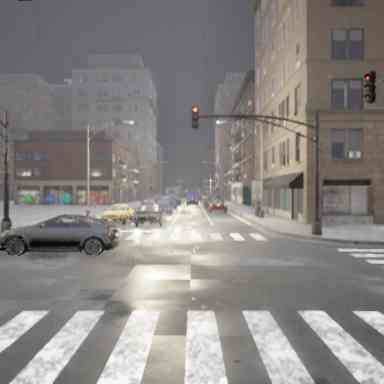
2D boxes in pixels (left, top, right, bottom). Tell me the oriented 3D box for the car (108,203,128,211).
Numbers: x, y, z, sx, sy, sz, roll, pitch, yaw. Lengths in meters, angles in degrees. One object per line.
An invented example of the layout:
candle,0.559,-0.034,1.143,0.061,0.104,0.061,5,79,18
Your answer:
car,-5.361,1.497,24.350,1.752,1.417,4.829,0,0,0

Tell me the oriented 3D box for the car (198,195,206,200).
car,2.736,1.467,92.454,1.947,1.339,4.313,0,0,0

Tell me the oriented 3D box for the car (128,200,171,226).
car,-2.808,1.521,23.174,2.033,1.411,5.357,0,0,-1

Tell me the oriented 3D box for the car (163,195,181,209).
car,-2.742,1.500,42.215,2.033,1.411,5.357,0,0,1

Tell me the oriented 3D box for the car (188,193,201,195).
car,0.069,1.150,64.632,2.150,2.045,5.566,0,0,0

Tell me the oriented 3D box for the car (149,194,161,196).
car,-5.337,1.262,47.168,2.192,1.841,5.009,0,0,0

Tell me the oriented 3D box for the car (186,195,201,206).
car,0.058,1.540,54.330,1.895,1.301,4.718,0,0,0

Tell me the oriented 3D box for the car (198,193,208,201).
car,2.724,1.227,81.130,2.192,1.841,5.009,0,0,0

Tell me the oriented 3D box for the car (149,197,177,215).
car,-2.802,1.489,32.479,1.812,1.442,4.674,0,0,0

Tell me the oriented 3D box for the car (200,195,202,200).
car,2.694,1.466,52.991,1.752,1.417,4.829,0,0,0

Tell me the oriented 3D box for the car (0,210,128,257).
car,-4.752,1.536,12.288,4.181,1.385,1.994,0,0,0

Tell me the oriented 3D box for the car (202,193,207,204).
car,2.682,1.268,41.497,2.192,1.841,5.009,0,0,0

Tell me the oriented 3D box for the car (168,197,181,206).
car,-2.725,1.542,52.802,1.895,1.301,4.718,0,0,1

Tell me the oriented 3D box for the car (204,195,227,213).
car,2.676,1.399,35.835,1.967,1.590,4.097,0,0,0

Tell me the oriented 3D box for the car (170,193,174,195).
car,-5.313,1.448,69.646,1.752,1.417,4.829,0,0,0

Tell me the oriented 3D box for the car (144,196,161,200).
car,-5.343,1.504,41.506,2.008,1.369,4.403,0,0,0
